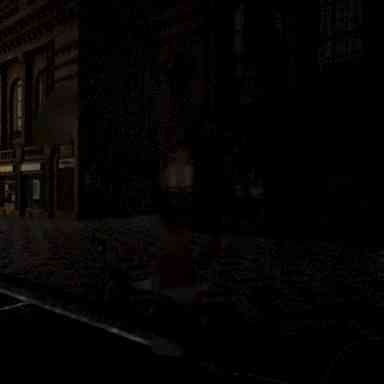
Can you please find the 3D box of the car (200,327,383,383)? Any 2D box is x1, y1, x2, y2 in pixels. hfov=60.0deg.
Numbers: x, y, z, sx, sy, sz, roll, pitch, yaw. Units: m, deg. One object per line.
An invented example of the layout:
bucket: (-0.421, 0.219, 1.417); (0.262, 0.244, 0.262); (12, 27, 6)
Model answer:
car: (1.776, 1.441, 1.693); (4.097, 1.590, 1.967); (0, 0, 36)
